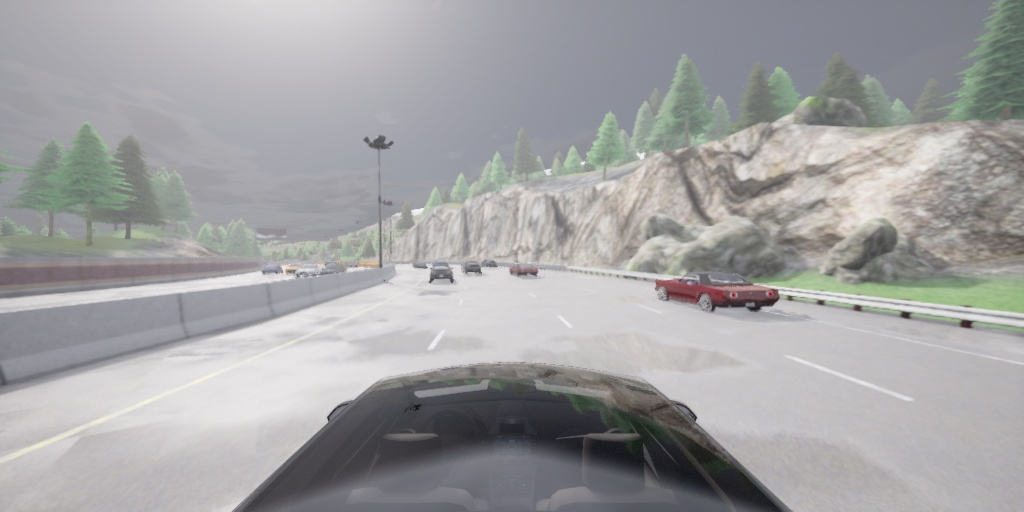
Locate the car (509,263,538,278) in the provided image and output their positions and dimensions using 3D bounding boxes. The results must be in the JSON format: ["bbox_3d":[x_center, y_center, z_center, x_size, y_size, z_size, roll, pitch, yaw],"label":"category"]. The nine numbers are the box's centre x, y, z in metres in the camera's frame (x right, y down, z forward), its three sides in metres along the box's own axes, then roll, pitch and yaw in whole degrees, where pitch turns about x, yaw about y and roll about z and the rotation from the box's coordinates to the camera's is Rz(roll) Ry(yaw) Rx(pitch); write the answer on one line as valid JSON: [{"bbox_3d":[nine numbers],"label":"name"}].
[{"bbox_3d":[0.997,1.342,34.619,1.895,1.301,4.718,-1,0,-13],"label":"car"}]

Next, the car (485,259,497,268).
[{"bbox_3d":[-4.174,1.338,62.710,1.837,1.490,4.892,1,-1,-22],"label":"car"}]

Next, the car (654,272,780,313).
[{"bbox_3d":[7.210,1.234,13.351,1.895,1.301,4.718,-1,0,-5],"label":"car"}]

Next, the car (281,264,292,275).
[{"bbox_3d":[-28.882,1.718,48.122,1.882,1.535,5.008,-1,0,-19],"label":"car"}]

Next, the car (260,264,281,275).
[{"bbox_3d":[-33.289,1.838,49.950,1.812,1.442,4.674,-1,0,-20],"label":"car"}]

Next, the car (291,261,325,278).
[{"bbox_3d":[-22.783,1.663,40.385,1.812,1.442,4.674,-1,0,-15],"label":"car"}]

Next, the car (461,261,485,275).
[{"bbox_3d":[-4.719,1.343,41.212,1.837,1.490,4.892,0,0,-15],"label":"car"}]

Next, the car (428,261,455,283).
[{"bbox_3d":[-5.817,1.378,29.685,1.812,1.442,4.674,-1,0,-10],"label":"car"}]

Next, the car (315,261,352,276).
[{"bbox_3d":[-18.297,1.565,37.009,1.837,1.490,4.892,-1,0,-14],"label":"car"}]
